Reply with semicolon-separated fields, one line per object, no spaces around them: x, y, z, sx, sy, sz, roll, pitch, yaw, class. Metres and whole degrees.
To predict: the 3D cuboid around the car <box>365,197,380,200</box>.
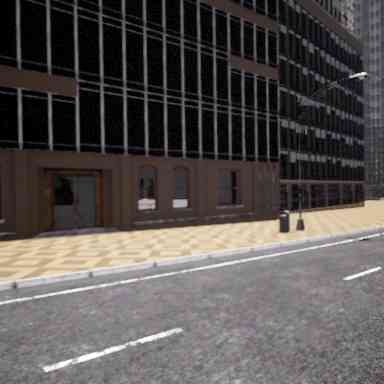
43.076;1.447;80.526;4.206;1.307;1.802;0;1;44;car
